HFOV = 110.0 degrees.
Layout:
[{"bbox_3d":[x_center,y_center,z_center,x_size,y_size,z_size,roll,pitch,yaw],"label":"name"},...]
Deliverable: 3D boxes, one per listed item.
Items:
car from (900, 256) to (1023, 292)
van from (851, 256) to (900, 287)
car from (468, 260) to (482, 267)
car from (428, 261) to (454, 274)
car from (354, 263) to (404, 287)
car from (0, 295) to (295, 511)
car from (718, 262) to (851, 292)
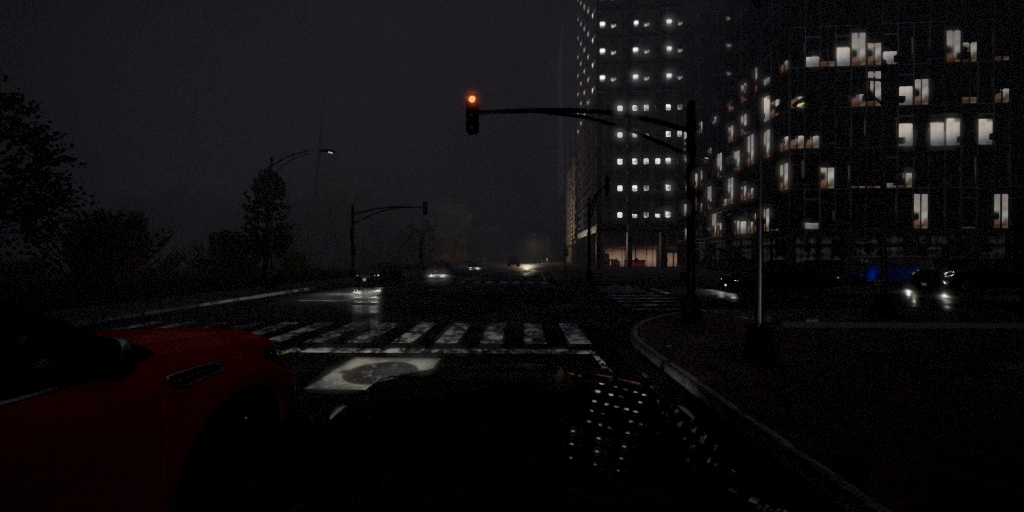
[{"bbox_3d":[23.431,0.866,18.281,4.553,1.767,2.097,0,0,4],"label":"car"},{"bbox_3d":[22.116,0.856,21.096,3.998,1.789,1.690,0,0,4],"label":"van"},{"bbox_3d":[-6.574,1.319,64.347,1.994,1.385,4.181,0,0,4],"label":"car"},{"bbox_3d":[-8.051,1.292,41.143,2.033,1.411,5.357,0,0,4],"label":"car"},{"bbox_3d":[-9.051,1.233,24.774,2.128,1.511,4.902,0,0,3],"label":"car"},{"bbox_3d":[-3.118,0.972,1.001,2.150,2.045,5.566,0,0,0],"label":"car"},{"bbox_3d":[14.041,1.138,18.939,5.357,1.411,2.033,0,0,4],"label":"car"}]
